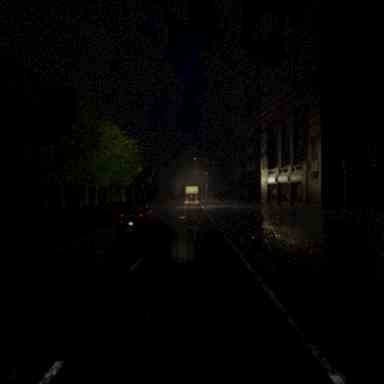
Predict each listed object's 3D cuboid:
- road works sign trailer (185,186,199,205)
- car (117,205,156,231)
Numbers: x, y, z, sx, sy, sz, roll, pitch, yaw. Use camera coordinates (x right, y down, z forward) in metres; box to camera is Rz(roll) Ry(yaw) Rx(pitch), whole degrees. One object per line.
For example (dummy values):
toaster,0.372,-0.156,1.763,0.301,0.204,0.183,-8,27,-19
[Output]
road works sign trailer,-0.023,0.641,63.109,2.380,3.560,2.880,0,0,0
car,-3.407,1.548,20.972,2.128,1.511,4.902,0,0,0
